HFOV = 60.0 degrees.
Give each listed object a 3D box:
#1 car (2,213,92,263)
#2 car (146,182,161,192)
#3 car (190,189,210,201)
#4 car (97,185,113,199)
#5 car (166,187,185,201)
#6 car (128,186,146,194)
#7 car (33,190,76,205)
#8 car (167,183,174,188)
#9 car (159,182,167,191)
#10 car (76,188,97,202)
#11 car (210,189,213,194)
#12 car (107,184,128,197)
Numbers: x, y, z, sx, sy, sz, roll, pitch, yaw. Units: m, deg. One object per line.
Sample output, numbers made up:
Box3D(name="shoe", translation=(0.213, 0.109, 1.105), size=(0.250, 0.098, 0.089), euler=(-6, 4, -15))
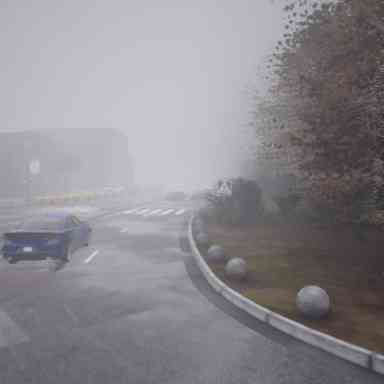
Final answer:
Box3D(name="car", translation=(-5.089, 1.528, 12.329), size=(1.882, 1.535, 5.008), euler=(1, 0, -5))
Box3D(name="car", translation=(-9.498, -0.870, 76.109), size=(2.231, 1.521, 4.892), euler=(1, 2, 9))
Box3D(name="car", translation=(0.998, 0.447, 46.964), size=(1.812, 1.442, 4.674), euler=(1, 2, 10))
Box3D(name="car", translation=(-13.929, 0.182, 48.540), size=(1.946, 1.575, 5.366), euler=(1, 2, 9))
Box3D(name="car", translation=(-2.263, 0.457, 47.168), size=(1.994, 1.385, 4.181), euler=(1, 2, 10))
Box3D(name="car", translation=(-11.260, -0.422, 65.172), size=(2.163, 1.488, 4.792), euler=(1, 2, 9))
Box3D(name="car", translation=(-15.691, 0.602, 37.642), size=(1.946, 1.575, 5.366), euler=(1, 2, 9))
Box3D(name="car", translation=(-7.189, -1.434, 90.830), size=(2.231, 1.521, 4.892), euler=(1, 2, 10))
Box3D(name="car", translation=(-8.626, -1.329, 81.516), size=(2.435, 2.045, 5.566), euler=(1, 2, 9))
Box3D(name="car", translation=(-14.805, 0.391, 43.089), size=(1.946, 1.575, 5.366), euler=(1, 2, 9))
Box3D(name="car", translation=(2.589, 0.100, 56.961), size=(1.994, 1.385, 4.181), euler=(1, 2, 9))
Box3D(name="car", translation=(-13.004, -0.285, 54.261), size=(2.435, 2.045, 5.566), euler=(1, 2, 9))
